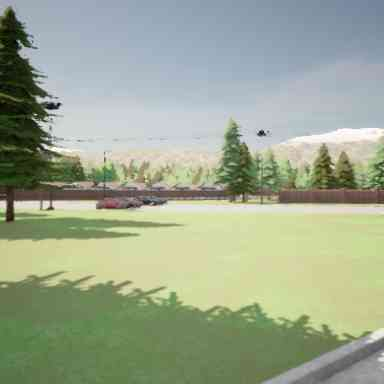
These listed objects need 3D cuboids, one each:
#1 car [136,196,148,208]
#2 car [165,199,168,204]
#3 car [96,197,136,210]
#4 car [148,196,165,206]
[{"bbox_3d":[-8.604,1.410,43.381,4.674,1.442,1.812,0,0,13],"label":"car"},{"bbox_3d":[-6.378,1.381,53.643,4.892,1.490,1.837,0,0,13],"label":"car"},{"bbox_3d":[-9.379,1.456,39.968,4.181,1.385,1.994,0,0,13],"label":"car"},{"bbox_3d":[-7.132,1.388,50.226,4.892,1.490,1.837,0,0,13],"label":"car"}]
